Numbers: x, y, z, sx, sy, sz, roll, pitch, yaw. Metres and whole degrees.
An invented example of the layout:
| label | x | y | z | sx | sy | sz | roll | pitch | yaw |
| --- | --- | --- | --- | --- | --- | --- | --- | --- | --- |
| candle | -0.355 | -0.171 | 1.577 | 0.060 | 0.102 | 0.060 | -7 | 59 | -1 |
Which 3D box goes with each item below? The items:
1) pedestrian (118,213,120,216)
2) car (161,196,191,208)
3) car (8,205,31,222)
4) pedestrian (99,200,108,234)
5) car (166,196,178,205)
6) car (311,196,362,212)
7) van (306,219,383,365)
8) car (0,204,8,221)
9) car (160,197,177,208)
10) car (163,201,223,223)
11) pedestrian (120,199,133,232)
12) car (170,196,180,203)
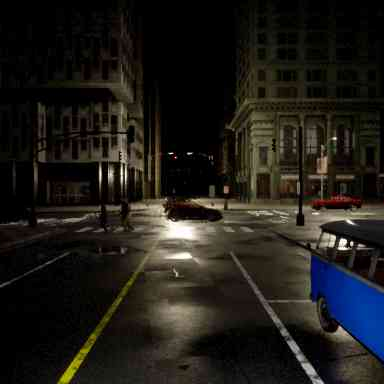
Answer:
| label | x | y | z | sx | sy | sz | roll | pitch | yaw |
| --- | --- | --- | --- | --- | --- | --- | --- | --- | --- |
| pedestrian | -3.824 | 1.287 | 18.846 | 0.375 | 1.860 | 0.375 | 0 | 0 | 0 |
| car | -1.224 | 1.331 | 36.405 | 2.097 | 1.767 | 4.553 | -1 | 0 | 25 |
| car | -15.589 | 1.748 | 28.103 | 4.181 | 1.385 | 1.994 | -1 | 0 | 0 |
| pedestrian | -4.670 | 1.287 | 17.648 | 0.375 | 1.860 | 0.375 | 0 | 0 | 0 |
| car | -3.456 | 1.489 | 58.689 | 2.033 | 1.411 | 5.357 | 0 | 0 | -1 |
| car | 15.103 | 1.218 | 34.937 | 5.008 | 1.535 | 1.882 | -1 | 0 | 0 |
| van | 2.836 | 1.341 | 4.232 | 1.690 | 1.788 | 3.998 | 0 | 0 | 0 |
| car | -16.792 | 1.744 | 24.835 | 4.674 | 1.442 | 1.812 | -1 | 0 | 0 |
| car | -3.353 | 1.509 | 48.237 | 2.033 | 1.411 | 5.357 | 0 | 0 | 0 |
| car | 0.209 | 1.553 | 24.922 | 4.181 | 1.385 | 1.994 | 0 | 0 | 0 |
| pedestrian | -3.597 | 1.287 | 18.249 | 0.375 | 1.860 | 0.375 | 0 | 0 | 0 |
| car | -3.485 | 1.483 | 68.727 | 1.994 | 1.385 | 4.181 | 0 | 0 | 0 |
